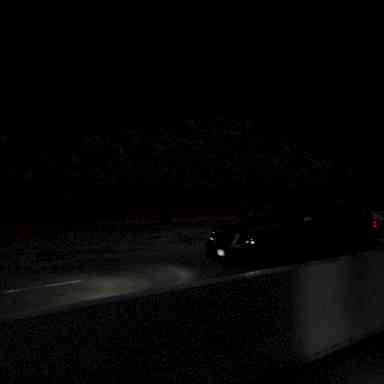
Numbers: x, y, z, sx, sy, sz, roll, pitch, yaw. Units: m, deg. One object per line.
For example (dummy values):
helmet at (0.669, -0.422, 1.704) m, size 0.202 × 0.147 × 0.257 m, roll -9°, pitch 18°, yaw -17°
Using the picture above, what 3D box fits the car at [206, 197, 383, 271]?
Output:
car at (3.132, 1.195, 9.887) m, size 5.566 × 2.045 × 2.150 m, roll 0°, pitch 0°, yaw -30°
